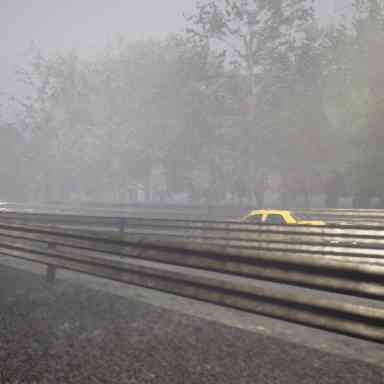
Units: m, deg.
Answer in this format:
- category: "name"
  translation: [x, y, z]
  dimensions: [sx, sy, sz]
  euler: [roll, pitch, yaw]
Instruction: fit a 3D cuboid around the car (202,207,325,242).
- category: "car"
  translation: [3.059, 1.460, 14.662]
  dimensions: [5.366, 1.575, 1.801]
  euler: [1, 0, 22]
